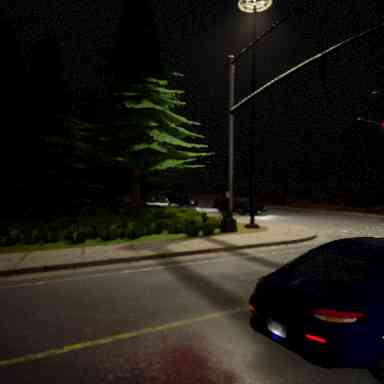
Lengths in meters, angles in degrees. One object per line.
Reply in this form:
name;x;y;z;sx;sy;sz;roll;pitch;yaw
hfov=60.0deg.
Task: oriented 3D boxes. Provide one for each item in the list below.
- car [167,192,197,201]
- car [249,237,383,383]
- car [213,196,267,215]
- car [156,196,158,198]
car;-1.129;0.804;36.309;2.128;1.511;4.902;0;1;-29
car;3.005;1.445;5.120;4.674;1.442;1.812;0;1;-30
car;3.791;1.070;27.473;2.033;1.411;5.357;0;1;-29
car;-6.174;0.587;45.394;2.128;1.511;4.902;0;1;-29
